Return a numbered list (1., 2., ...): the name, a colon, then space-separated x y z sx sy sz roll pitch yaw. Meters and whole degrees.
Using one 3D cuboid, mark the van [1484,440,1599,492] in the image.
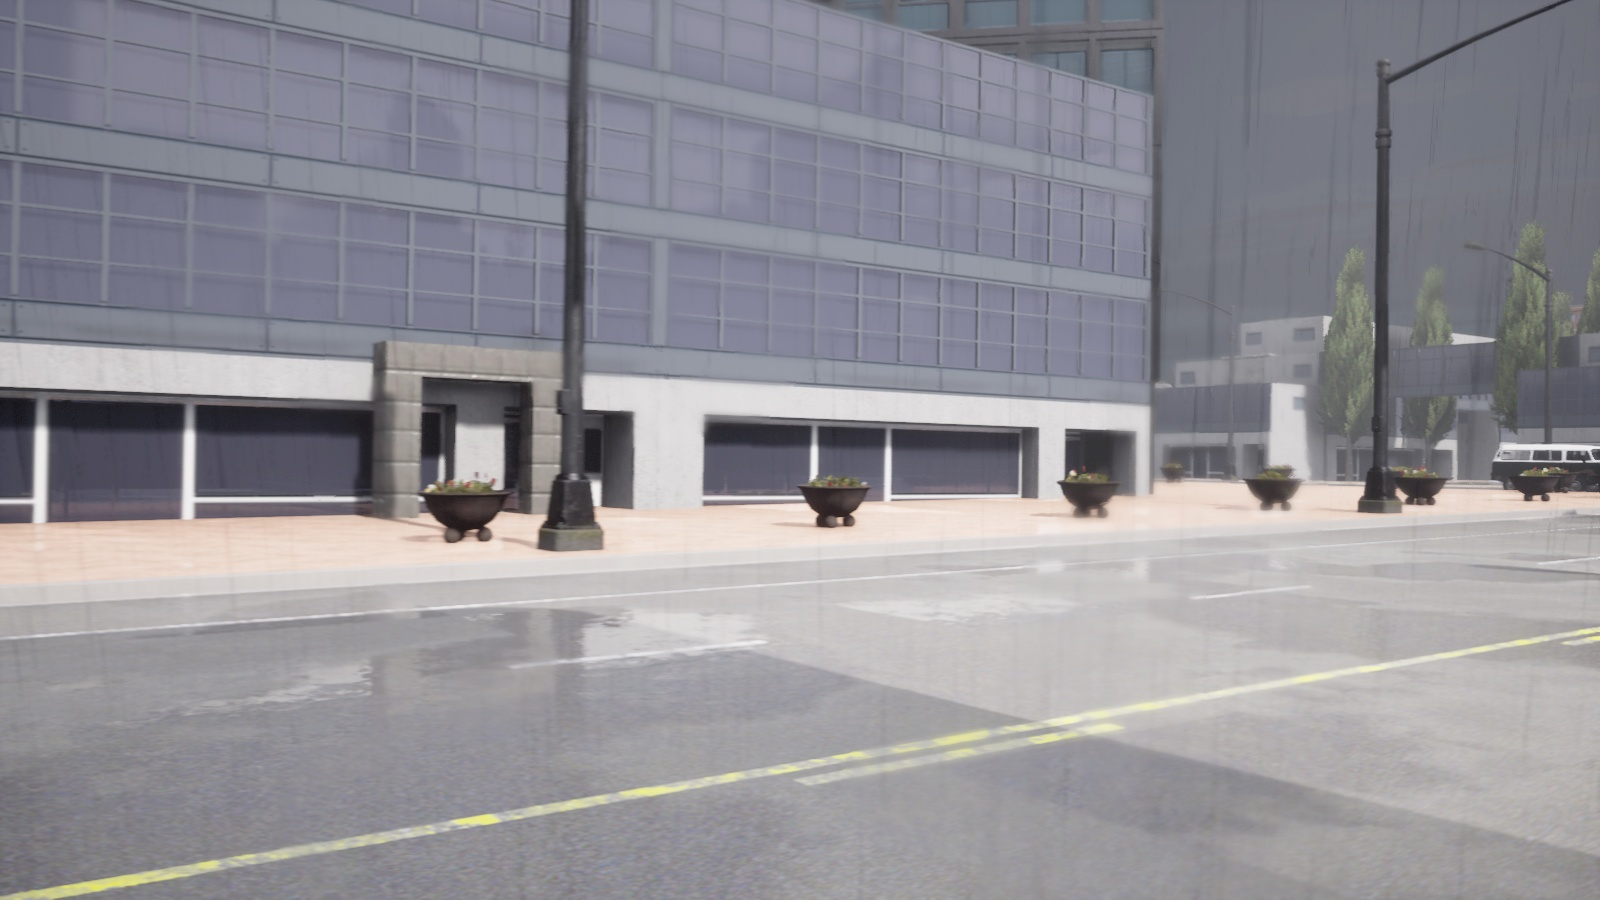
1. van: 30.643 0.651 51.121 2.069 2.038 4.480 1 -1 -34
